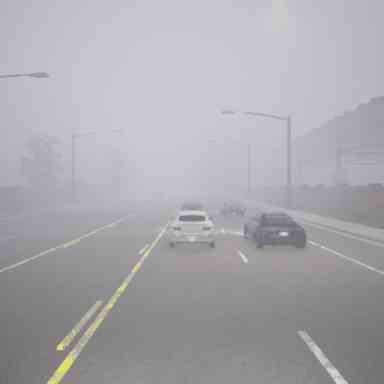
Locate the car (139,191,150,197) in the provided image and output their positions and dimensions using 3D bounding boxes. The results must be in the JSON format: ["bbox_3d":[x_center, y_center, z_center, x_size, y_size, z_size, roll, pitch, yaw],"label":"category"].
[{"bbox_3d":[-10.500,0.435,73.889,1.895,1.301,4.718,0,1,0],"label":"car"}]

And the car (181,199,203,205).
[{"bbox_3d":[0.000,1.323,29.639,1.882,1.535,5.008,0,1,0],"label":"car"}]

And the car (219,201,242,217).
[{"bbox_3d":[3.500,1.454,29.671,1.895,1.301,4.718,0,1,0],"label":"car"}]

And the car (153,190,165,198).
[{"bbox_3d":[-7.000,0.287,71.166,2.097,1.767,4.553,0,1,0],"label":"car"}]

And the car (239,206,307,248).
[{"bbox_3d":[3.500,1.556,14.647,1.994,1.385,4.181,0,0,0],"label":"car"}]

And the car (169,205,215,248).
[{"bbox_3d":[0.000,1.517,14.647,1.812,1.442,4.674,0,0,0],"label":"car"}]
